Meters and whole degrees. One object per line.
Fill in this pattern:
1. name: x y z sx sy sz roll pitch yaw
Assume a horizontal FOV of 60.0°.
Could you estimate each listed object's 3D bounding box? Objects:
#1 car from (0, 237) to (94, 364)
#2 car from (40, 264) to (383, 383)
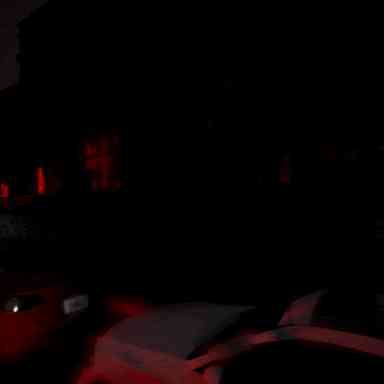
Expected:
1. car: -3.433 1.532 5.764 4.792 1.488 2.163 0 0 35
2. car: 1.110 1.522 2.525 4.674 1.452 2.002 0 0 36
